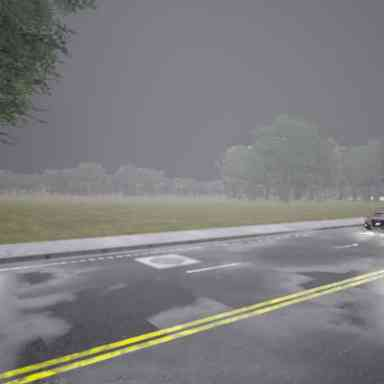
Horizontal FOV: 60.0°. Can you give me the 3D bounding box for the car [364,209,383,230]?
[{"bbox_3d":[12.491,1.694,20.587,4.181,1.385,1.994,0,0,-36],"label":"car"}]
